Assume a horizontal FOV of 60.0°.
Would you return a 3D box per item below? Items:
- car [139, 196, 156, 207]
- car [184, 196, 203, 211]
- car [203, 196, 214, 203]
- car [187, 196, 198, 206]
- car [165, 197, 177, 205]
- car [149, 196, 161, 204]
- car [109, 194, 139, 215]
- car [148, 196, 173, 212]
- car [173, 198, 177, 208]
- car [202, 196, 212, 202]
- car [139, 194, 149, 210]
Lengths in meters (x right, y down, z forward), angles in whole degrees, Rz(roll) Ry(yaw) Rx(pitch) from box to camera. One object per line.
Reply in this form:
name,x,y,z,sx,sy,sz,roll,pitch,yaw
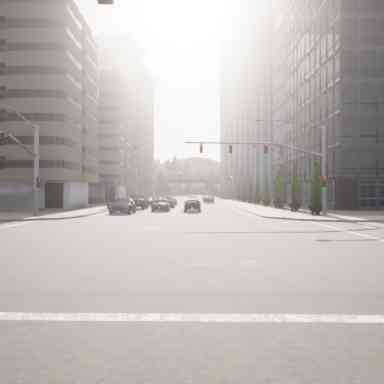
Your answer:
car,-7.131,1.491,53.946,2.128,1.511,4.902,0,0,0
car,0.047,1.505,39.864,1.837,1.490,4.892,0,0,1
car,3.448,1.505,67.456,1.837,1.490,4.892,0,0,0
car,0.060,1.477,58.071,1.882,1.535,5.008,0,0,0
car,-3.623,1.601,57.869,1.895,1.301,4.718,0,0,0
car,-7.095,1.505,64.385,1.837,1.490,4.892,0,0,0
car,-7.127,1.352,34.397,2.097,1.767,4.553,0,0,0
car,-3.630,1.505,38.896,1.837,1.490,4.892,0,0,0
car,-3.633,1.352,48.100,2.097,1.767,4.553,0,0,0
car,3.442,1.528,76.123,1.994,1.385,4.181,0,0,0
car,-7.131,1.221,43.986,2.150,2.045,5.566,0,0,0
